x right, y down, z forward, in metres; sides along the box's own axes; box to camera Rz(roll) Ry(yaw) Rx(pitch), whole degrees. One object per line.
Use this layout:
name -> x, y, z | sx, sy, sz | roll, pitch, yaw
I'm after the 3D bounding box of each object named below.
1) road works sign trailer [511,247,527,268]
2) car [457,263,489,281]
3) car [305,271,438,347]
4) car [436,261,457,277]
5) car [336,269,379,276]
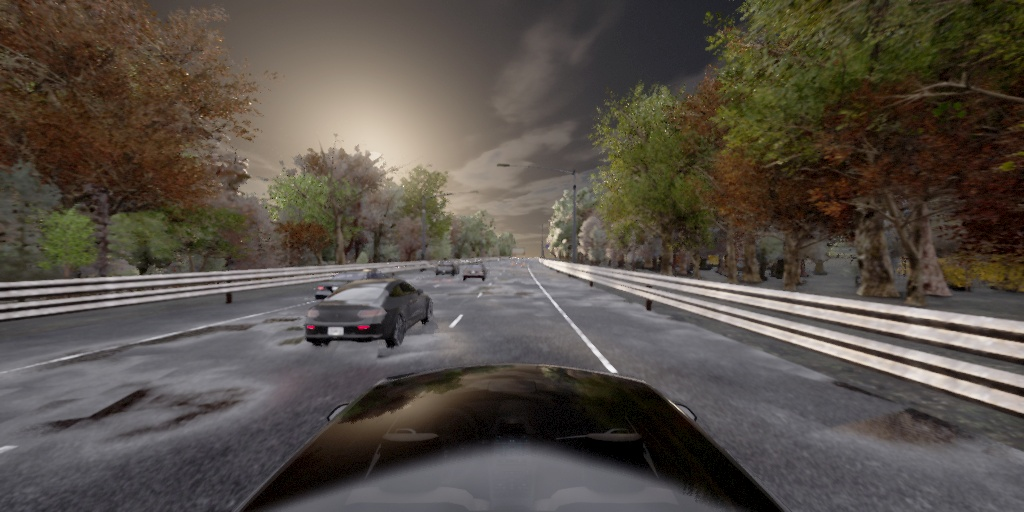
road works sign trailer -> 1.140, 0.234, 63.752 | 2.380, 3.560, 2.880 | 0, 0, 3
car -> -3.082, 1.333, 30.692 | 2.033, 1.411, 5.357 | 0, 0, 0
car -> -3.380, 1.286, 9.206 | 1.812, 1.442, 4.674 | 0, 0, 0
car -> -6.466, 1.282, 36.433 | 2.128, 1.511, 4.902 | 0, 0, 0
car -> -6.827, 1.317, 16.433 | 2.033, 1.411, 5.357 | 0, 0, 1
